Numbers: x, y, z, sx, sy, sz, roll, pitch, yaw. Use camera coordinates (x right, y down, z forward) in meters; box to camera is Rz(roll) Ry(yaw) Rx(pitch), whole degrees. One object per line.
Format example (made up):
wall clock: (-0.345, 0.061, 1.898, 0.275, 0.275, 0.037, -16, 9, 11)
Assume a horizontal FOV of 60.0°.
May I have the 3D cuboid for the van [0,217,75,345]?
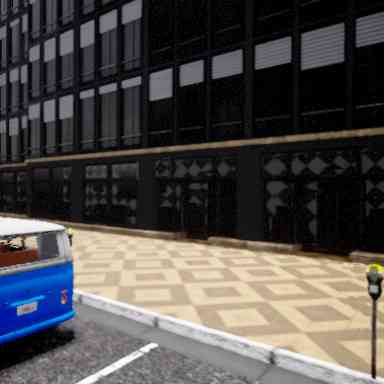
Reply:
van: (-3.690, 1.296, 5.502, 3.998, 1.788, 1.690, 1, 0, 35)
